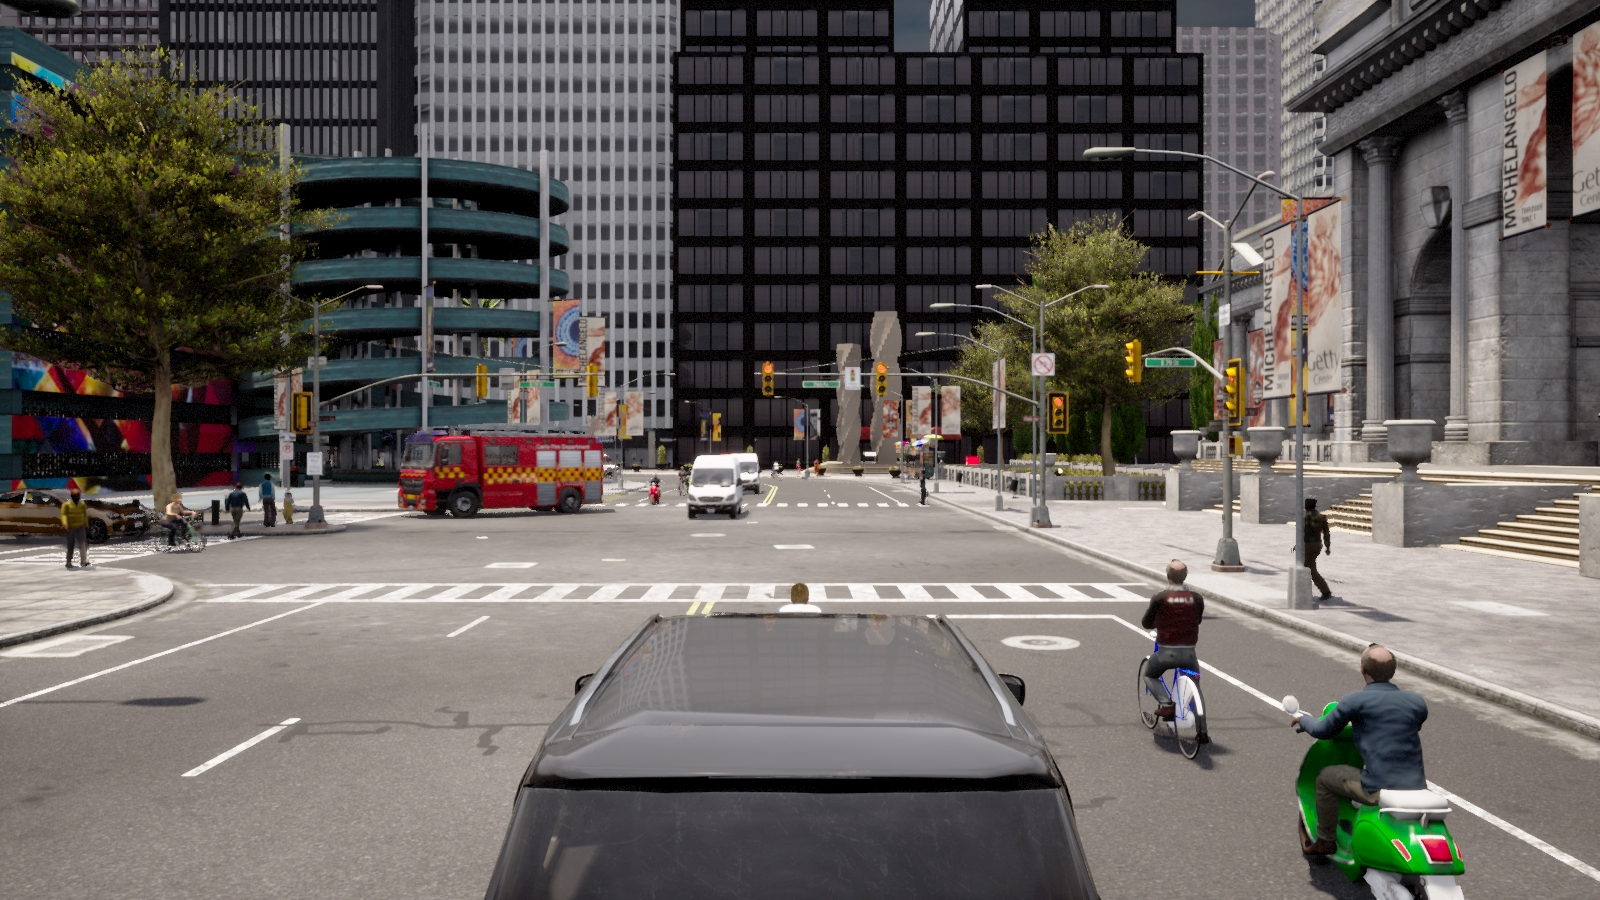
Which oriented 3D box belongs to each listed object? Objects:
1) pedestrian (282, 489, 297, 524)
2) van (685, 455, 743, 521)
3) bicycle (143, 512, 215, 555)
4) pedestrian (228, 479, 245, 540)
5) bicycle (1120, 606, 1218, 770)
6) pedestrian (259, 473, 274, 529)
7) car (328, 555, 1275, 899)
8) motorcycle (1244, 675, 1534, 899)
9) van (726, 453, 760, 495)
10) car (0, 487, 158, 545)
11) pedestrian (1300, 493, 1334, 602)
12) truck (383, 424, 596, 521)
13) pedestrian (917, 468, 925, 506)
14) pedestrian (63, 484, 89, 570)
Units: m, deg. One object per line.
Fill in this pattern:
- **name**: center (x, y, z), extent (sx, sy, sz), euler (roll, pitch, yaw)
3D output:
- **pedestrian**: center (-19.085, 2.112, 42.698), extent (0.375, 1.300, 0.375), euler (0, 0, 0)
- **van**: center (-3.518, 1.515, 47.795), extent (1.988, 2.561, 5.915), euler (0, 0, 0)
- **bicycle**: center (-16.789, 2.244, 30.927), extent (1.487, 1.080, 0.859), euler (0, 1, 7)
- **pedestrian**: center (-17.490, 1.834, 35.463), extent (0.375, 1.860, 0.375), euler (0, 0, -1)
- **bicycle**: center (3.482, 2.205, 10.903), extent (0.329, 1.171, 1.835), euler (0, 0, 0)
- **pedestrian**: center (-17.787, 1.690, 38.103), extent (0.375, 1.860, 0.375), euler (0, 0, -7)
- **car**: center (0.021, 1.777, 5.375), extent (2.150, 2.045, 5.566), euler (0, 0, 0)
- **motorcycle**: center (3.509, 2.179, 7.029), extent (0.856, 1.236, 1.805), euler (0, 0, 0)
- **van**: center (-3.587, 1.506, 73.150), extent (1.988, 2.561, 5.915), euler (0, 0, -1)
- **car**: center (-22.664, 1.978, 34.793), extent (5.027, 1.651, 2.152), euler (0, 0, 0)
- **pedestrian**: center (9.003, 1.688, 19.908), extent (0.375, 1.860, 0.375), euler (0, 0, -18)
- **truck**: center (-13.141, 0.871, 49.047), extent (8.468, 3.827, 2.891), euler (0, 0, -44)
- **pedestrian**: center (6.002, 1.826, 56.612), extent (0.375, 1.860, 0.375), euler (0, 0, 6)
- **pedestrian**: center (-15.902, 1.688, 25.099), extent (0.375, 1.860, 0.375), euler (0, 0, 38)
